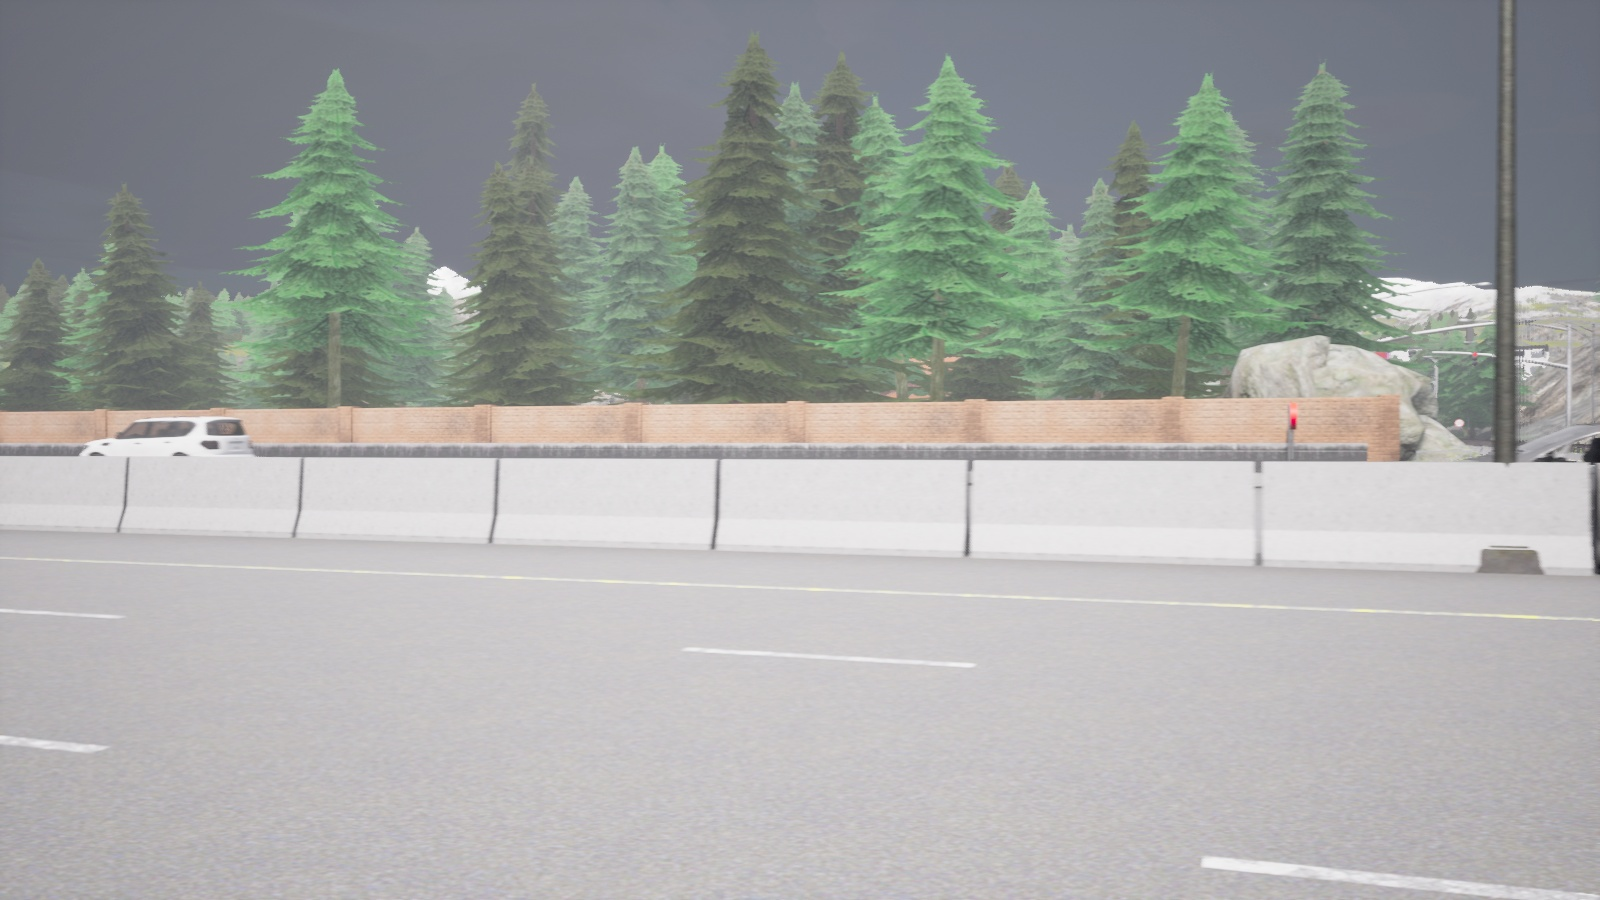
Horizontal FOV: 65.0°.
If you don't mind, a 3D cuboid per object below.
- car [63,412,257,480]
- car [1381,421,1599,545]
[{"bbox_3d":[-20.131,-0.163,39.504,5.566,2.045,2.150,1,1,19],"label":"car"},{"bbox_3d":[10.979,0.424,17.959,4.611,1.667,2.242,1,1,19],"label":"car"}]
